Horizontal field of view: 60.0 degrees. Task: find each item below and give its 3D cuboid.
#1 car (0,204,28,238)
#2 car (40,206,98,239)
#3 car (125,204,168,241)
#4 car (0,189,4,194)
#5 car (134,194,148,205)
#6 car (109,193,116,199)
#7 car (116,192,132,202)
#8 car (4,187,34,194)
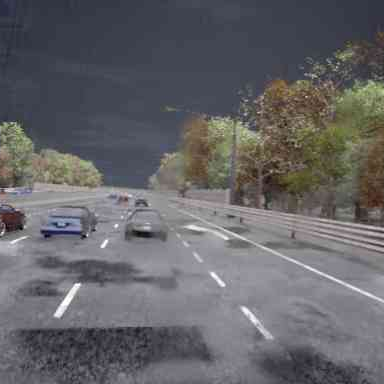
[{"bbox_3d":[-9.165,1.207,15.396,1.994,1.385,4.181,3,0,-9],"label":"car"},{"bbox_3d":[-5.732,1.370,16.077,2.033,1.411,5.357,3,0,-9],"label":"car"},{"bbox_3d":[-2.302,1.566,16.771,1.994,1.385,4.181,3,0,-9],"label":"car"},{"bbox_3d":[-28.609,0.241,48.378,2.097,1.767,4.553,3,0,-9],"label":"car"},{"bbox_3d":[-7.850,1.475,51.489,1.837,1.490,4.892,3,0,-9],"label":"car"},{"bbox_3d":[-20.725,1.052,87.753,1.882,1.535,5.008,3,0,-9],"label":"car"},{"bbox_3d":[-14.448,1.248,70.633,1.882,1.535,5.008,3,0,-9],"label":"car"},{"bbox_3d":[-25.208,0.300,49.249,2.150,2.045,5.566,3,0,-9],"label":"car"}]
